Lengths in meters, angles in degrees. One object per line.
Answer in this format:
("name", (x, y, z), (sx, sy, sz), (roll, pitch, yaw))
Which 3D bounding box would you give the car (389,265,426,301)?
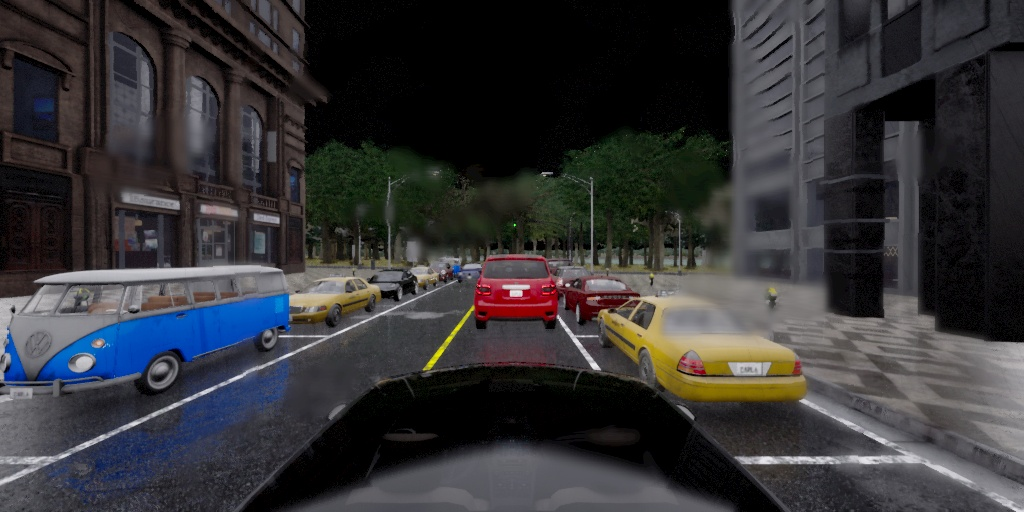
("car", (-5.762, 1.316, 17.186), (1.948, 1.339, 4.313), (0, 0, 0))

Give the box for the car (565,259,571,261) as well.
("car", (2.763, 1.066, 22.623), (2.192, 1.841, 5.009), (0, 0, 0))

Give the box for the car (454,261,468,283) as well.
("car", (-3.028, 1.278, 27.981), (1.812, 1.442, 4.674), (0, 0, 1))

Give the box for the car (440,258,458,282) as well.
("car", (-5.762, 1.193, 28.061), (1.967, 1.591, 4.097), (0, 0, 0))

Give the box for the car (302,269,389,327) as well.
("car", (-5.763, 1.275, 11.579), (1.751, 1.417, 4.829), (0, 0, 0))

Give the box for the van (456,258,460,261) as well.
("van", (-5.761, 1.095, 33.499), (1.690, 1.789, 3.998), (0, 0, 0))

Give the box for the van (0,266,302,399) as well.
("van", (-5.763, 1.091, 6.311), (1.690, 1.789, 3.998), (0, 0, 0))

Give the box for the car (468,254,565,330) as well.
("car", (0.103, 0.973, 11.201), (2.150, 2.045, 5.566), (0, 0, 0))

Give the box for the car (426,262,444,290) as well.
("car", (-5.762, 1.277, 22.454), (1.751, 1.417, 4.829), (0, 0, 0))

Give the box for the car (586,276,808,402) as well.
("car", (2.762, 1.275, 6.480), (1.751, 1.417, 4.829), (0, 0, 0))

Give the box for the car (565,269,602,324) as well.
("car", (2.763, 1.295, 11.748), (1.888, 1.381, 4.507), (0, 0, 0))

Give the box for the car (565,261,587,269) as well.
("car", (2.763, 1.190, 17.185), (1.967, 1.591, 4.097), (0, 0, 0))
